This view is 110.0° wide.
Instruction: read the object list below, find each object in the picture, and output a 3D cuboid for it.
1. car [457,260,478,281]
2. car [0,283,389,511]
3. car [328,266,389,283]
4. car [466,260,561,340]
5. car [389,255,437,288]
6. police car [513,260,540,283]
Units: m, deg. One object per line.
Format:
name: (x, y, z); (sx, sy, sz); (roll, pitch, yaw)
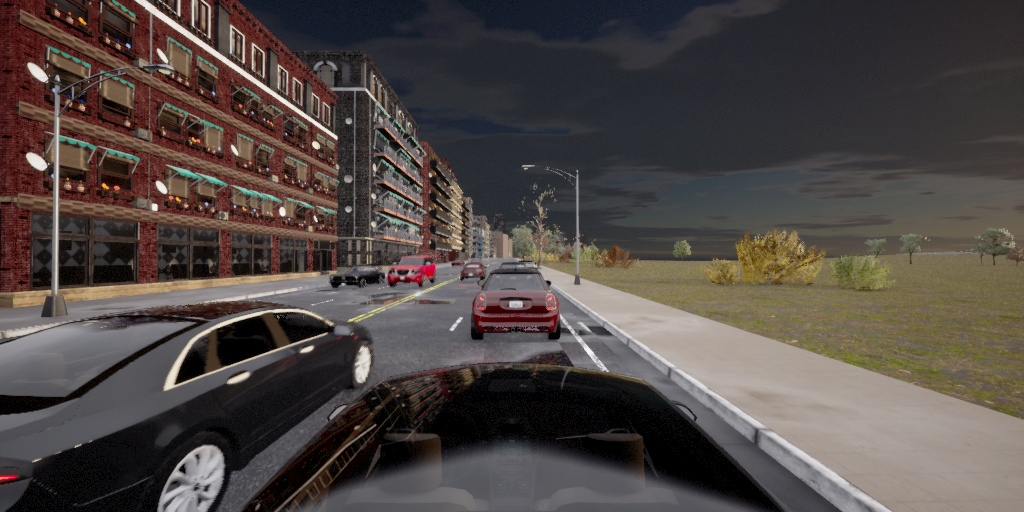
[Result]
car: (-3.190, 1.280, 30.175); (1.812, 1.442, 4.674); (0, 0, 0)
car: (-3.156, 1.254, 3.935); (1.837, 1.490, 4.892); (0, 0, 0)
car: (-9.880, 1.354, 23.218); (1.895, 1.301, 4.718); (0, 0, 0)
car: (0.080, 1.103, 10.151); (2.097, 1.767, 4.553); (0, 0, 0)
car: (-6.634, 0.975, 24.440); (2.150, 2.045, 5.566); (0, 0, 0)
police car: (1.098, 1.179, 29.419); (1.930, 1.638, 5.238); (0, 0, 0)
